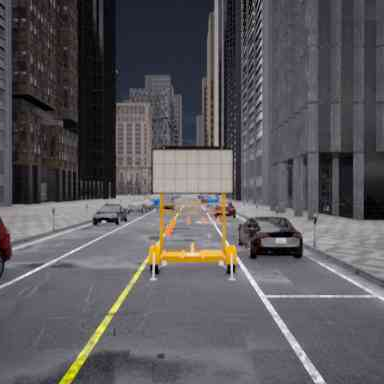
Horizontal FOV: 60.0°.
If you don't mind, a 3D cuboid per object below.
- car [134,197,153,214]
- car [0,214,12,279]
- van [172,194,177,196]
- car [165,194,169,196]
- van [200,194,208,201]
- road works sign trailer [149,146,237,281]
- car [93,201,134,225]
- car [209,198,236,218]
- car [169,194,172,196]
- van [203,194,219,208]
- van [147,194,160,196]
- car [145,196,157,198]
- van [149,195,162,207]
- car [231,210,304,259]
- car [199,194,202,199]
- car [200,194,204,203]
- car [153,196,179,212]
[{"bbox_3d":[-5.687,1.536,35.030,2.008,1.369,4.403,0,0,0],"label":"car"},{"bbox_3d":[-5.751,1.312,6.826,2.192,1.841,5.009,0,0,0],"label":"car"},{"bbox_3d":[-5.574,1.303,85.798,1.690,1.788,3.998,0,0,0],"label":"van"},{"bbox_3d":[-5.637,1.416,57.593,1.967,1.590,4.097,0,0,0],"label":"car"},{"bbox_3d":[2.939,1.306,80.141,1.690,1.788,3.998,0,0,0],"label":"van"},{"bbox_3d":[0.022,0.460,9.844,2.380,3.560,2.880,0,0,0],"label":"road works sign trailer"},{"bbox_3d":[-5.712,1.556,23.749,1.947,1.339,4.313,0,0,0],"label":"car"},{"bbox_3d":[2.825,1.533,29.375,1.887,1.381,4.507,0,0,0],"label":"car"},{"bbox_3d":[-5.625,1.288,63.235,2.192,1.841,5.009,0,0,0],"label":"car"},{"bbox_3d":[2.863,1.322,46.297,1.690,1.788,3.998,0,0,0],"label":"van"},{"bbox_3d":[-5.663,1.322,46.312,1.690,1.788,3.998,0,0,0],"label":"van"},{"bbox_3d":[-5.675,1.508,40.501,1.752,1.417,4.829,0,0,0],"label":"car"},{"bbox_3d":[-5.650,1.319,51.952,1.690,1.788,3.998,0,0,0],"label":"van"},{"bbox_3d":[2.788,1.561,12.453,1.947,1.339,4.313,0,0,0],"label":"car"},{"bbox_3d":[2.914,1.552,68.860,1.802,1.307,4.206,0,0,0],"label":"car"},{"bbox_3d":[2.901,1.555,63.219,1.802,1.307,4.206,0,0,0],"label":"car"},{"bbox_3d":[-3.007,1.531,39.023,2.033,1.411,5.357,0,0,0],"label":"car"}]
